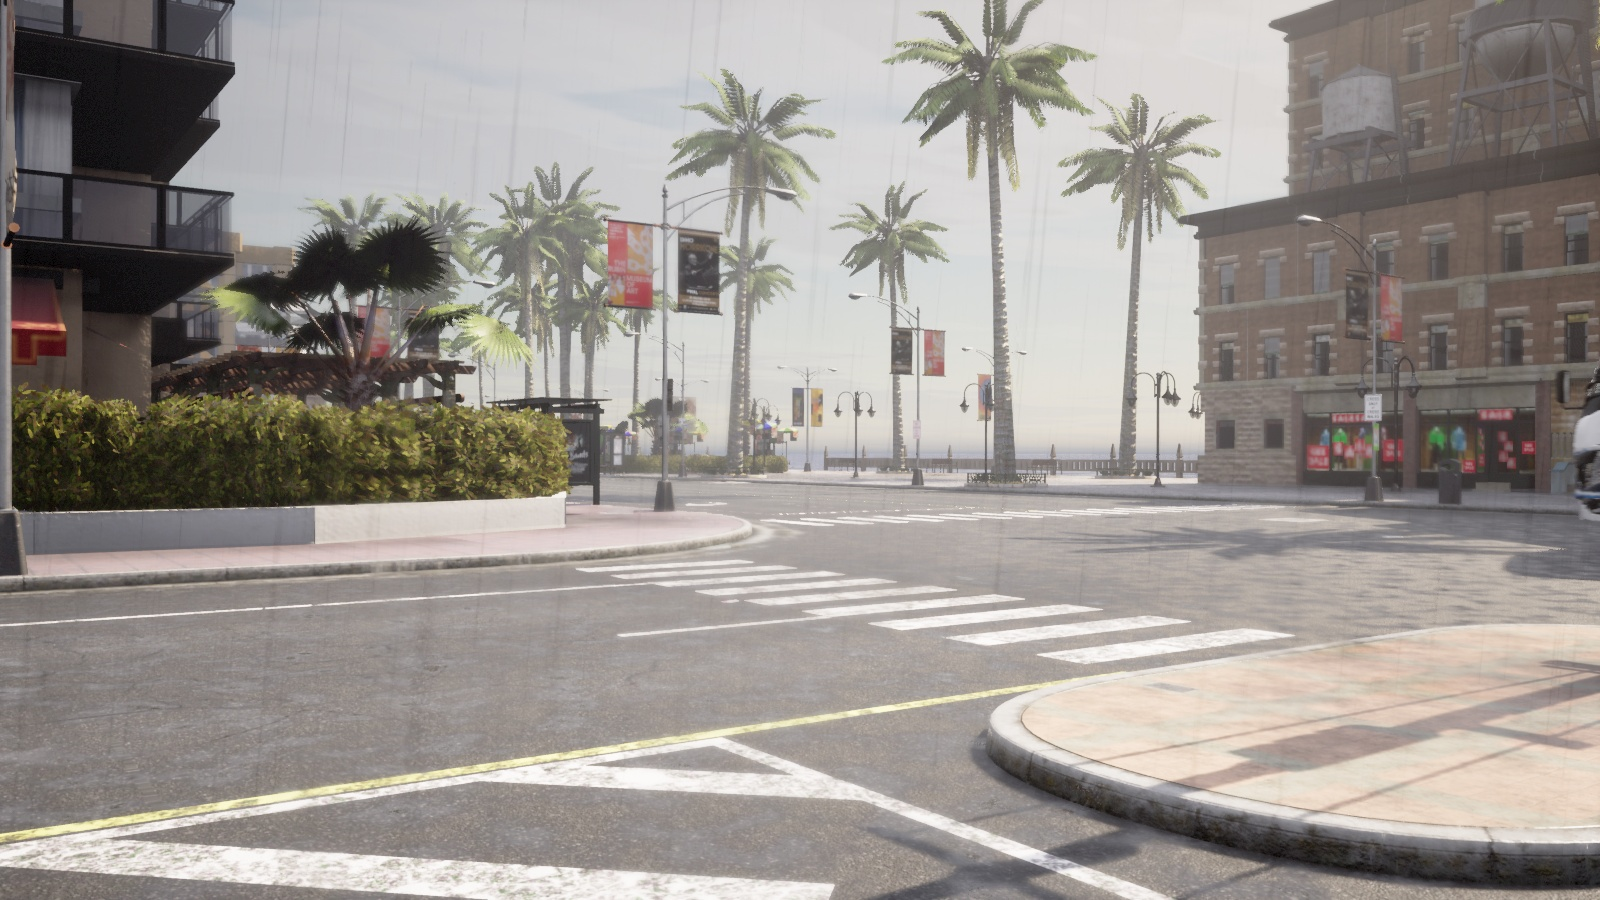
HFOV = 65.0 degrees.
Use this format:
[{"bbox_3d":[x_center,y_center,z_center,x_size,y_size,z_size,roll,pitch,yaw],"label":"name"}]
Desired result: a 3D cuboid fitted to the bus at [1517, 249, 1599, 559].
[{"bbox_3d":[15.626,-0.623,16.940,10.273,4.253,3.944,0,-1,29],"label":"bus"}]
